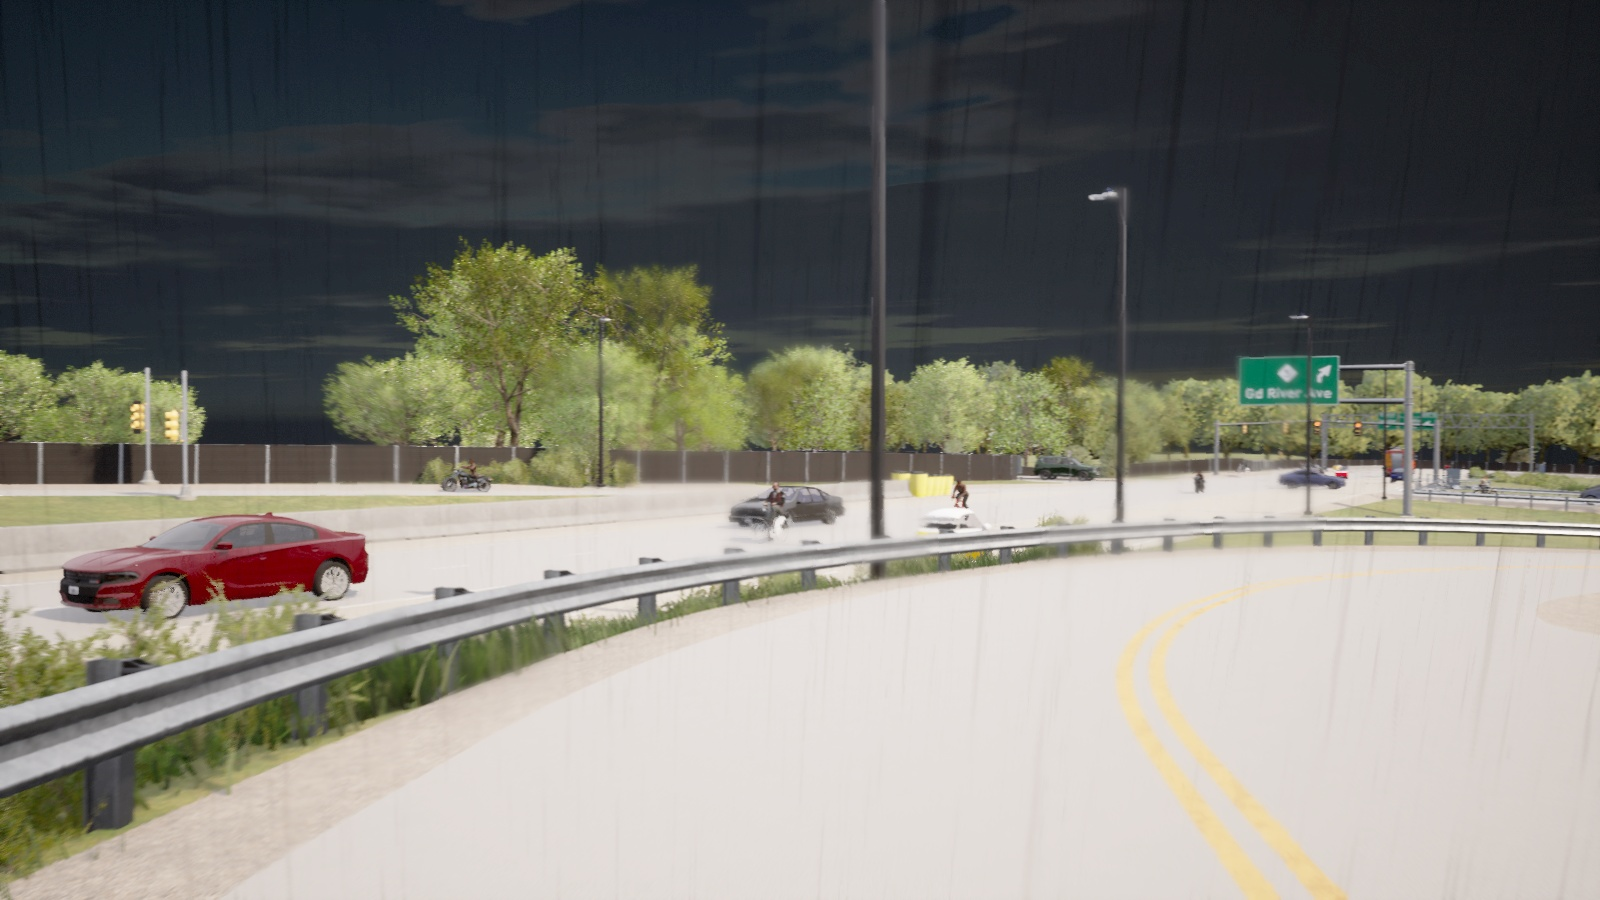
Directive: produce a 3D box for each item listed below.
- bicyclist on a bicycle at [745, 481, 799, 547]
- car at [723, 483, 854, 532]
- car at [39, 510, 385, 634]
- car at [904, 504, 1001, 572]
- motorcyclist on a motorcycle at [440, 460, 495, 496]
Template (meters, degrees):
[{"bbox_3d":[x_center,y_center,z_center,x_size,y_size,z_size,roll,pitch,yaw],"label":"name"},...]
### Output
[{"bbox_3d":[-0.787,1.790,35.630,0.659,1.776,1.843,0,0,31],"label":"bicyclist on a bicycle"},{"bbox_3d":[-0.300,1.940,43.333,2.033,1.411,5.357,0,0,31],"label":"car"},{"bbox_3d":[-9.532,1.901,20.839,1.882,1.535,5.008,0,0,31],"label":"car"},{"bbox_3d":[3.571,2.015,29.249,1.481,1.376,2.207,0,0,31],"label":"car"},{"bbox_3d":[-15.620,1.325,58.946,2.350,1.649,0.766,1,1,-33],"label":"motorcyclist on a motorcycle"}]
